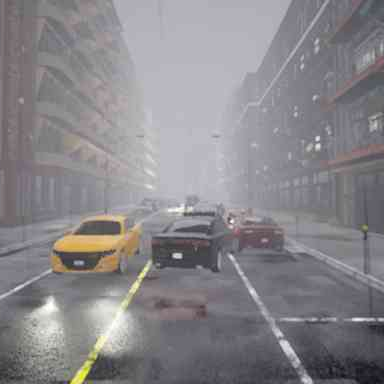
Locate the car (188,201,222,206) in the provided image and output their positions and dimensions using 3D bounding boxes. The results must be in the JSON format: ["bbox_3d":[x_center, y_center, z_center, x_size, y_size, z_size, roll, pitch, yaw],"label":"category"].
[{"bbox_3d":[0.849,1.571,20.780,1.882,1.535,5.008,0,0,0],"label":"car"}]

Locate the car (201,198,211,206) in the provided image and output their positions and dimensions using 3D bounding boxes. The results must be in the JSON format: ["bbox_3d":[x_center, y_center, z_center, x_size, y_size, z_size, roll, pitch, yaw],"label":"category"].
[{"bbox_3d":[2.659,1.899,63.885,1.887,1.381,4.507,1,0,0],"label":"car"}]

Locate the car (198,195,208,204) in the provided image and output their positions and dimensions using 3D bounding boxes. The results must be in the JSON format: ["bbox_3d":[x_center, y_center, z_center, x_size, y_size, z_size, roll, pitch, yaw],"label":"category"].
[{"bbox_3d":[2.649,1.795,80.480,2.192,1.841,5.009,1,0,0],"label":"car"}]

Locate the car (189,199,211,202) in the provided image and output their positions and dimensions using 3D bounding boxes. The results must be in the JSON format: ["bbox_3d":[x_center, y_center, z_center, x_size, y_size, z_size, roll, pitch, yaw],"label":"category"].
[{"bbox_3d":[0.857,1.581,26.974,1.801,1.575,5.366,0,0,0],"label":"car"}]

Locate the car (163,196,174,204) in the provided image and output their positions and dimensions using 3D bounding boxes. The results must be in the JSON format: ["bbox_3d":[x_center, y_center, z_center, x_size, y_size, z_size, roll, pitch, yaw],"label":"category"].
[{"bbox_3d":[-5.203,1.752,75.017,2.192,1.841,5.009,1,0,0],"label":"car"}]

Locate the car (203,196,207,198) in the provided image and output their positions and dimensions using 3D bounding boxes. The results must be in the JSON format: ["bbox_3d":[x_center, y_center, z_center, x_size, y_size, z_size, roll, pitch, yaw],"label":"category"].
[{"bbox_3d":[2.652,1.860,58.355,1.887,1.381,4.507,1,0,0],"label":"car"}]

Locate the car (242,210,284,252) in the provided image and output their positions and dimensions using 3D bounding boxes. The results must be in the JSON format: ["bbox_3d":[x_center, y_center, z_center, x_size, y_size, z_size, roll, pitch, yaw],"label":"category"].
[{"bbox_3d":[2.601,1.606,14.110,1.887,1.381,4.507,1,0,0],"label":"car"}]

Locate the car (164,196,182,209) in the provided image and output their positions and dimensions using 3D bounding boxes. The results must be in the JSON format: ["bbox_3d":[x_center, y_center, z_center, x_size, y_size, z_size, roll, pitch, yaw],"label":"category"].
[{"bbox_3d":[-2.776,1.759,51.372,2.128,1.511,4.902,0,0,0],"label":"car"}]

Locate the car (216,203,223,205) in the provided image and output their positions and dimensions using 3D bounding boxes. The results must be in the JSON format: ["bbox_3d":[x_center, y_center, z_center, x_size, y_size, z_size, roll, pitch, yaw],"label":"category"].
[{"bbox_3d":[2.608,1.614,19.812,1.752,1.417,4.829,1,0,0],"label":"car"}]

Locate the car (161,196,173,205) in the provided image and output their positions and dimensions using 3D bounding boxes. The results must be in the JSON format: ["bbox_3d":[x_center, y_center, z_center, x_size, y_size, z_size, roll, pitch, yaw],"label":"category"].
[{"bbox_3d":[-5.210,1.710,69.488,2.192,1.841,5.009,1,0,0],"label":"car"}]

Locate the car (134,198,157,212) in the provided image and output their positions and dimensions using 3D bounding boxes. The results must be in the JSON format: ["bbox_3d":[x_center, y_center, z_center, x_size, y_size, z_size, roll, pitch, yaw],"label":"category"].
[{"bbox_3d":[-5.253,1.701,36.134,1.752,1.417,4.829,2,0,0],"label":"car"}]

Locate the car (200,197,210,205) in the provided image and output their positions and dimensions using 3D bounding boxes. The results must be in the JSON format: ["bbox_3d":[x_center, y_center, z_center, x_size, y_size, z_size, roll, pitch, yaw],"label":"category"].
[{"bbox_3d":[2.675,1.836,69.417,1.967,1.590,4.097,1,0,0],"label":"car"}]

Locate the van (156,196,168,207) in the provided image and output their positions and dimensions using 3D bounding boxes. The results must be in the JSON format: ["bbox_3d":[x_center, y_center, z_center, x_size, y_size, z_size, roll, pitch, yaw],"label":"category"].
[{"bbox_3d":[-5.223,1.656,58.427,1.690,1.788,3.998,1,0,0],"label":"van"}]

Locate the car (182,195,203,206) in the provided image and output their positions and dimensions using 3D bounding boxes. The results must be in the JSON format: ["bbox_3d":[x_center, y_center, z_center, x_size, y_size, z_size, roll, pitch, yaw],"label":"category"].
[{"bbox_3d":[0.056,1.461,46.751,2.150,2.045,5.566,0,0,0],"label":"car"}]

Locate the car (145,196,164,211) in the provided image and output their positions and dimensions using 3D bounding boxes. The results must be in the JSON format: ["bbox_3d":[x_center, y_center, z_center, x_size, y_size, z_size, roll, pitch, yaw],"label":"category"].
[{"bbox_3d":[-5.241,1.524,41.837,2.192,1.841,5.009,2,0,0],"label":"car"}]

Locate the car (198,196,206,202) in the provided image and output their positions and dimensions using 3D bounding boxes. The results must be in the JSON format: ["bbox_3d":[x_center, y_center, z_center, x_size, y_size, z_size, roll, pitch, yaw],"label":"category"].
[{"bbox_3d":[2.658,2.012,91.542,1.967,1.590,4.097,1,-1,0],"label":"car"}]

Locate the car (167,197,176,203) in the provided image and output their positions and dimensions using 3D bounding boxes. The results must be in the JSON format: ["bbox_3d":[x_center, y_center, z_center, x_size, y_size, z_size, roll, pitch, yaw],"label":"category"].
[{"bbox_3d":[-5.197,2.090,86.078,1.947,1.339,4.313,1,0,0],"label":"car"}]

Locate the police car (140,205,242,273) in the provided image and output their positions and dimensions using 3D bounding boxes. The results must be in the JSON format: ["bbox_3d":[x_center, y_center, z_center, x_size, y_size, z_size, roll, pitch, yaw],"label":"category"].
[{"bbox_3d":[0.289,1.472,11.162,1.930,1.638,5.238,0,0,15],"label":"police car"}]

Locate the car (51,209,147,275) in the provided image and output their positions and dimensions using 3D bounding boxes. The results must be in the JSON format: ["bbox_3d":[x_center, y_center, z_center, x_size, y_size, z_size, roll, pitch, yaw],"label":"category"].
[{"bbox_3d":[-2.836,1.523,10.859,1.882,1.535,5.008,0,0,0],"label":"car"}]
